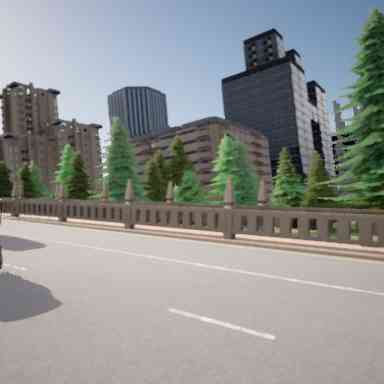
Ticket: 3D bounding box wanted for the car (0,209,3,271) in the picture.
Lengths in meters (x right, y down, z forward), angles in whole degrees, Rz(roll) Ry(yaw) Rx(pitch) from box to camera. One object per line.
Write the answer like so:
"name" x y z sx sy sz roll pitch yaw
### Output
"car" -7.189 1.285 9.122 4.553 1.767 2.097 0 0 36
